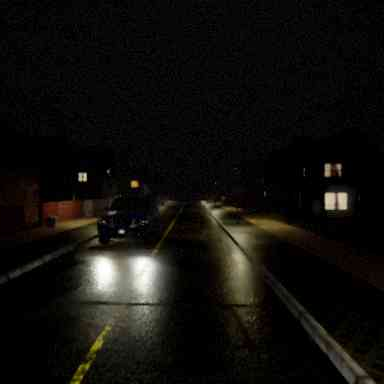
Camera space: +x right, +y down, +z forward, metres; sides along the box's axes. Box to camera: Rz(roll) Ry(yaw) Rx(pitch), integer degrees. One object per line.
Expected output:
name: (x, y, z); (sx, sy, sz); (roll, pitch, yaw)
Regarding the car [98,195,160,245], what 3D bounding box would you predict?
car: (-2.751, 1.189, 15.782); (2.150, 2.045, 5.566); (0, 0, 0)
